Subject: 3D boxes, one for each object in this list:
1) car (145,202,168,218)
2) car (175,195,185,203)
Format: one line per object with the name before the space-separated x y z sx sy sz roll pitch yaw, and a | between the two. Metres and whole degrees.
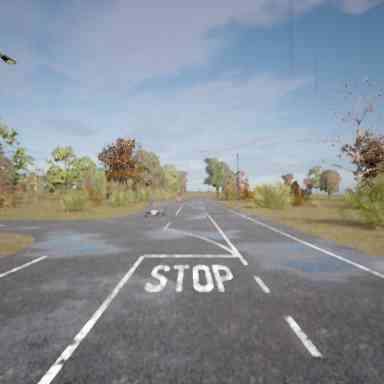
car | -3.481 1.709 33.027 2.128 1.511 4.902 0 0 0
car | -3.245 1.712 87.861 2.150 2.045 5.566 0 0 5
